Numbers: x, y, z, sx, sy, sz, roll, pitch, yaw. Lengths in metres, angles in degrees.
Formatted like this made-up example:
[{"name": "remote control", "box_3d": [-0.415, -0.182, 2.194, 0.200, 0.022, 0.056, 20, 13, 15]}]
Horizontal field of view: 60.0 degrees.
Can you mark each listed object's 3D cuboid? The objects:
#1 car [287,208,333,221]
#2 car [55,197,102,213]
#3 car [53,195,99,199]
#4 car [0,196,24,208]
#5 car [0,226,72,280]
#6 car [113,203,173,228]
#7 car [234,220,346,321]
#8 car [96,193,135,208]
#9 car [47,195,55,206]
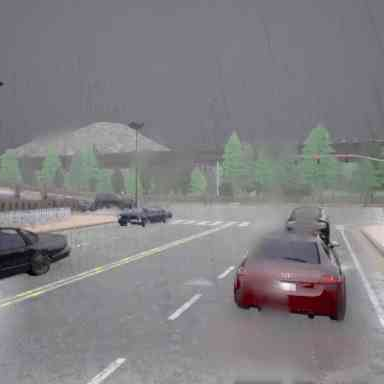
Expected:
[{"name": "car", "box_3d": [5.537, 1.491, 15.787, 2.128, 1.511, 4.902, 0, 0, 22]}, {"name": "car", "box_3d": [-12.776, 1.561, 37.501, 4.181, 1.385, 1.994, 0, 0, 20]}, {"name": "car", "box_3d": [-14.599, 1.495, 41.878, 4.892, 1.490, 1.837, 0, 0, 20]}, {"name": "car", "box_3d": [-21.283, 1.432, 40.563, 4.902, 1.511, 2.128, 2, 1, 20]}, {"name": "car", "box_3d": [-5.319, 1.547, 7.927, 2.033, 1.411, 5.357, 0, 0, 22]}, {"name": "car", "box_3d": [-3.116, 1.668, 22.782, 1.895, 1.301, 4.718, 0, 0, 22]}, {"name": "car", "box_3d": [2.288, 1.564, 7.492, 1.994, 1.385, 4.181, 0, 0, 21]}, {"name": "car", "box_3d": [-10.309, 1.215, 44.044, 5.566, 2.045, 2.150, 0, 0, 20]}, {"name": "car", "box_3d": [-19.323, 1.287, 47.301, 4.553, 1.767, 2.097, 1, 0, 20]}]
